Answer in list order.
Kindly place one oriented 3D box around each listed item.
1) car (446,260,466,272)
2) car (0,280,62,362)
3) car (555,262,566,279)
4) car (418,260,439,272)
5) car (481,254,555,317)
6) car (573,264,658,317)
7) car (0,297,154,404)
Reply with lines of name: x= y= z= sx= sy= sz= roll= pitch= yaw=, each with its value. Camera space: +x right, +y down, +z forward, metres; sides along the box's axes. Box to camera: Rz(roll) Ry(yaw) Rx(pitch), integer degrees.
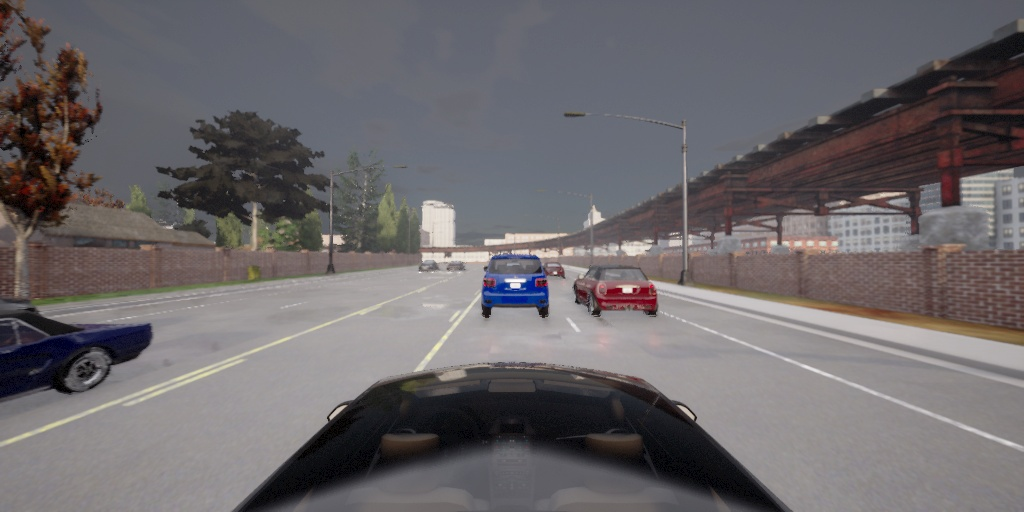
car: x=-7.074 y=1.241 z=45.772 sx=2.033 sy=1.411 sz=5.357 roll=0 pitch=0 yaw=0
car: x=-10.599 y=1.252 z=5.270 sx=1.837 sy=1.490 sz=4.892 roll=0 pitch=0 yaw=0
car: x=3.610 y=1.237 z=32.265 sx=1.812 sy=1.442 sz=4.674 roll=0 pitch=0 yaw=0
car: x=-10.571 y=1.219 z=45.791 sx=1.812 sy=1.442 sz=4.674 roll=0 pitch=0 yaw=0
car: x=0.104 y=0.957 z=13.260 sx=2.150 sy=2.045 sz=5.566 roll=0 pitch=0 yaw=0
car: x=3.605 y=1.087 z=13.309 sx=2.097 sy=1.767 sz=4.553 roll=0 pitch=0 yaw=0
car: x=-7.100 y=1.348 z=3.895 sx=1.895 sy=1.301 sz=4.718 roll=0 pitch=0 yaw=0
